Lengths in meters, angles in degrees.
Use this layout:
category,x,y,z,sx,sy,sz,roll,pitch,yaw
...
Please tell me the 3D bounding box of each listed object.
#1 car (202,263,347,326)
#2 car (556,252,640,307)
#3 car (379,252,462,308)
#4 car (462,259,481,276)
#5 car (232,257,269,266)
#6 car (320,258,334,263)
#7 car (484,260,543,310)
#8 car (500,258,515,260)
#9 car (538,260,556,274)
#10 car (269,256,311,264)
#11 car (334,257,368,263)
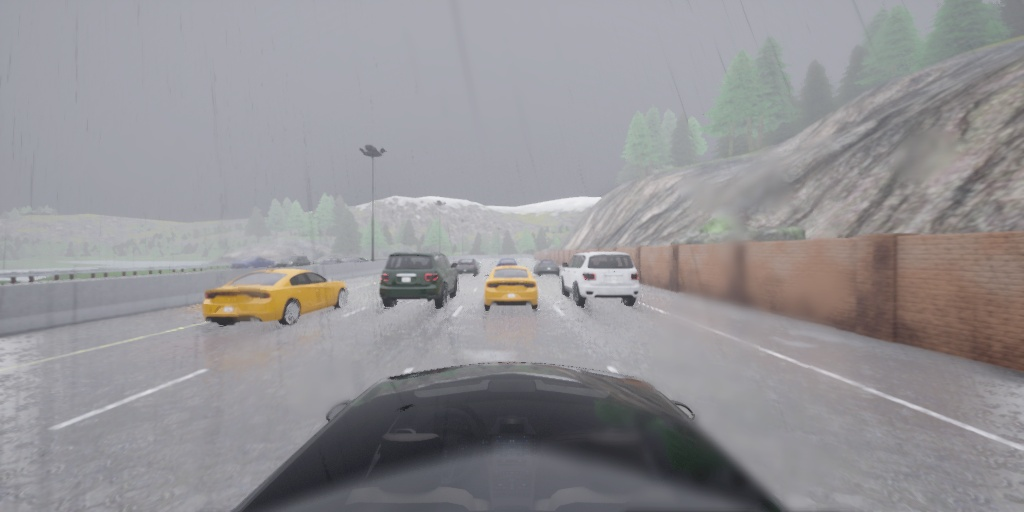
category,x,y,z,sx,sy,sz,roll,pitch,yaw
car,-7.013,1.143,11.306,1.882,1.535,5.008,0,1,-1
car,3.430,0.849,14.926,2.150,2.045,5.566,0,1,-1
car,-3.565,0.855,14.607,2.150,2.045,5.566,0,1,-1
car,-3.885,0.969,31.695,2.128,1.511,4.902,0,1,-1
car,-28.731,0.891,39.969,1.882,1.535,5.008,0,1,-1
car,-21.790,0.941,43.602,1.994,1.385,4.181,0,0,-1
car,-0.060,1.114,14.153,1.882,1.535,5.008,0,1,-1
car,-0.415,0.939,33.280,1.882,1.535,5.008,0,1,-1
car,3.102,1.031,32.415,1.994,1.385,4.181,0,1,-1
car,-25.255,0.750,41.419,2.097,1.767,4.553,0,1,-1
car,-18.260,0.897,41.551,1.837,1.490,4.892,0,1,-1
